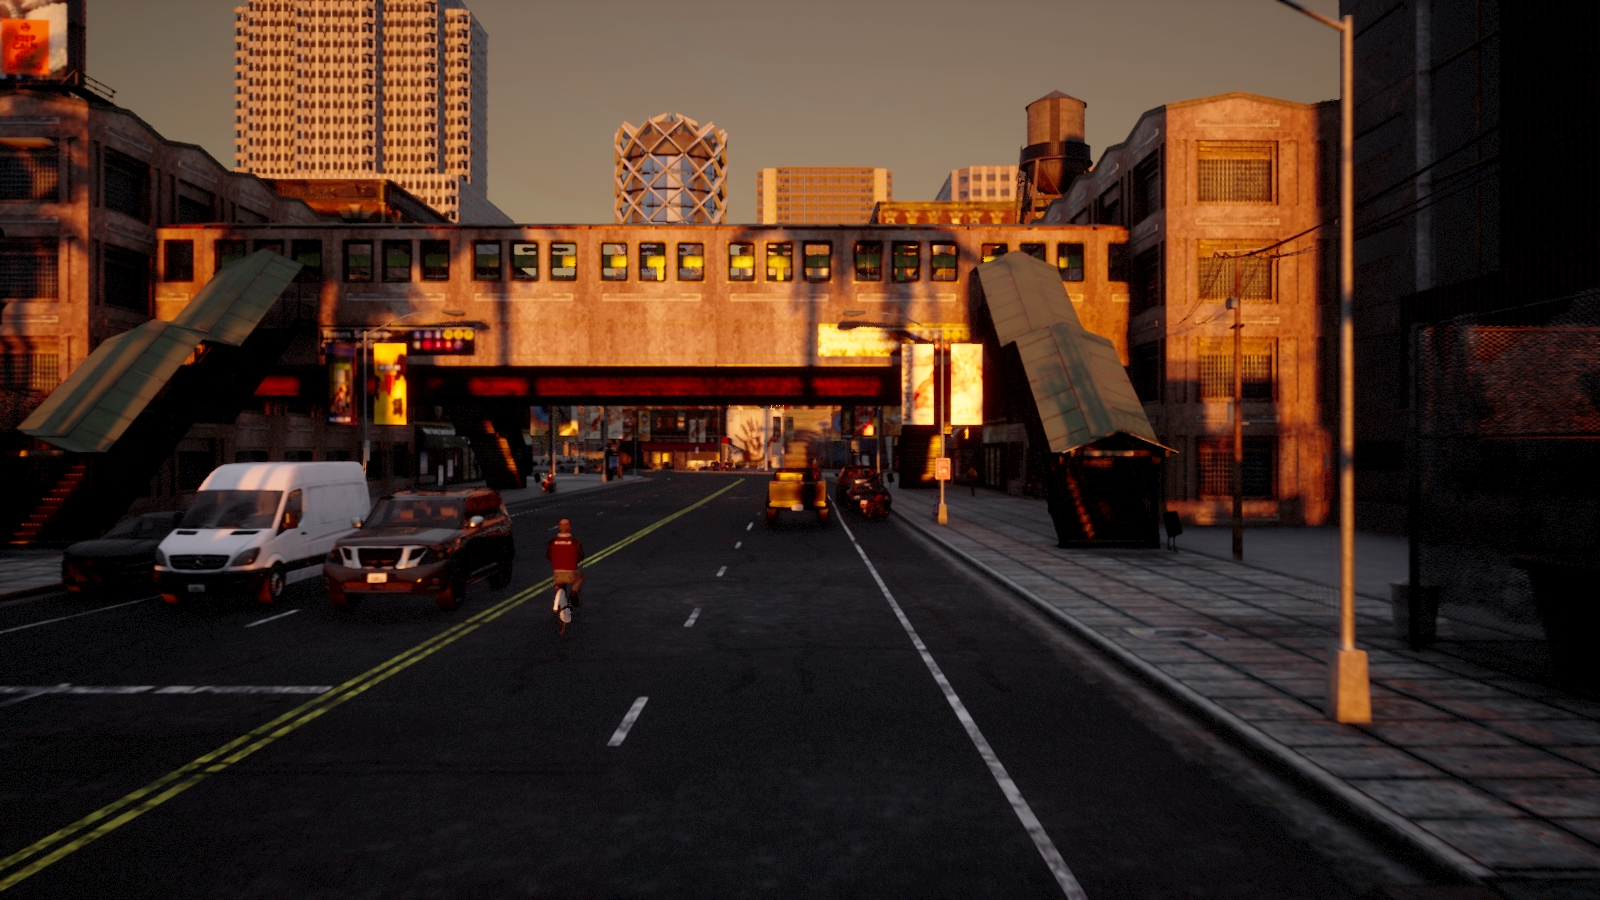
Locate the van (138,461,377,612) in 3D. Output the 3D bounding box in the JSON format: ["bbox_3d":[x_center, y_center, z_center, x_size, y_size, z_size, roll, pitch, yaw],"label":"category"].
[{"bbox_3d":[-10.545,1.534,22.854,1.988,2.561,5.915,0,0,0],"label":"van"}]

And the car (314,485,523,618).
[{"bbox_3d":[-7.042,1.779,21.858,2.150,2.045,5.566,0,0,0],"label":"car"}]

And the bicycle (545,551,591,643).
[{"bbox_3d":[-3.530,2.210,17.456,0.329,1.171,1.835,0,0,0],"label":"bicycle"}]

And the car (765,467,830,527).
[{"bbox_3d":[-0.079,1.753,44.910,2.390,2.098,6.274,0,0,0],"label":"car"}]

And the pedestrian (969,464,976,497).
[{"bbox_3d":[9.721,1.696,64.371,0.375,1.860,0.375,0,0,6],"label":"pedestrian"}]
